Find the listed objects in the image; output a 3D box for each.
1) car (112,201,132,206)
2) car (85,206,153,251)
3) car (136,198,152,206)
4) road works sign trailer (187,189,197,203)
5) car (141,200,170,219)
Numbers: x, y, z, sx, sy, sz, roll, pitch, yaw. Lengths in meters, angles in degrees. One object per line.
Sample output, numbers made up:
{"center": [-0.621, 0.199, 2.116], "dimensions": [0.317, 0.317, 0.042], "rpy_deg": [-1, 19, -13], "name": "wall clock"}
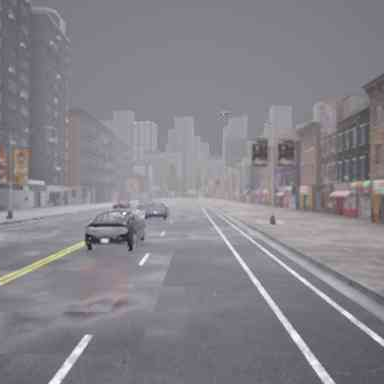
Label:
{"center": [-9.830, 1.880, 46.879], "dimensions": [1.895, 1.301, 4.718], "rpy_deg": [0, 0, 0], "name": "car"}
{"center": [-3.151, 1.556, 14.436], "dimensions": [2.128, 1.511, 4.902], "rpy_deg": [0, 0, 0], "name": "car"}
{"center": [-6.577, 1.635, 47.382], "dimensions": [2.097, 1.767, 4.553], "rpy_deg": [0, 0, 0], "name": "car"}
{"center": [0.004, 1.055, 83.768], "dimensions": [2.380, 3.560, 2.880], "rpy_deg": [0, -1, 0], "name": "road works sign trailer"}
{"center": [-3.150, 1.727, 30.816], "dimensions": [1.994, 1.385, 4.181], "rpy_deg": [0, 0, 0], "name": "car"}
